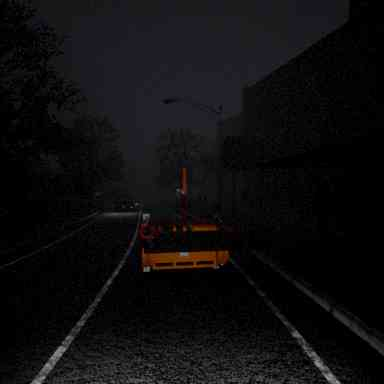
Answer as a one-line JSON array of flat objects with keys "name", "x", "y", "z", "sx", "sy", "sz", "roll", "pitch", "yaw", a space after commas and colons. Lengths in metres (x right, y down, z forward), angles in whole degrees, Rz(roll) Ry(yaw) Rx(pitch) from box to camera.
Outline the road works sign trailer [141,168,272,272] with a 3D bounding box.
[{"name": "road works sign trailer", "x": 0.028, "y": 0.791, "z": 7.719, "sx": 2.380, "sy": 2.880, "sz": 3.560, "roll": 0, "pitch": 0, "yaw": -10}]

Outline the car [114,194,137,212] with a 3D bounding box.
[{"name": "car", "x": -7.942, "y": 1.231, "z": 39.361, "sx": 2.150, "sy": 2.045, "sz": 5.566, "roll": -1, "pitch": 0, "yaw": -8}]
